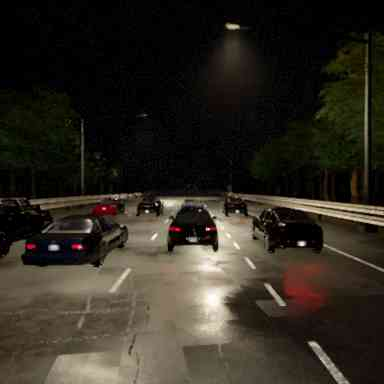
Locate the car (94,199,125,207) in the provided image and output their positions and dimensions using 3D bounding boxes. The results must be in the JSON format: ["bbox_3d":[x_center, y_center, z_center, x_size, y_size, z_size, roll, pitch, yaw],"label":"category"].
[{"bbox_3d":[-6.951,1.278,28.368,1.994,1.385,4.181,0,1,0],"label":"car"}]

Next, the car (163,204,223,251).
[{"bbox_3d":[0.047,1.390,13.234,1.812,1.442,4.674,0,0,0],"label":"car"}]

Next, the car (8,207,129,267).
[{"bbox_3d":[-3.472,1.434,10.949,2.033,1.411,5.357,0,1,1],"label":"car"}]

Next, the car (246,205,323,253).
[{"bbox_3d":[3.547,1.371,13.095,1.837,1.490,4.892,0,1,0],"label":"car"}]

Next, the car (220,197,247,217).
[{"bbox_3d":[3.548,1.222,28.146,1.837,1.490,4.892,0,1,1],"label":"car"}]

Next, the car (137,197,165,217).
[{"bbox_3d":[-3.453,1.222,28.092,1.837,1.490,4.892,0,1,0],"label":"car"}]

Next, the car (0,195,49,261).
[{"bbox_3d":[-6.965,1.100,11.875,2.150,2.045,5.566,0,1,1],"label":"car"}]

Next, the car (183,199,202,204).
[{"bbox_3d":[0.028,1.285,25.908,2.033,1.411,5.357,0,1,1],"label":"car"}]
